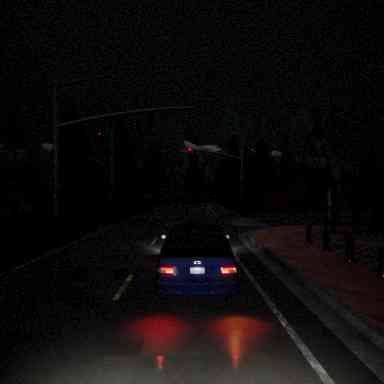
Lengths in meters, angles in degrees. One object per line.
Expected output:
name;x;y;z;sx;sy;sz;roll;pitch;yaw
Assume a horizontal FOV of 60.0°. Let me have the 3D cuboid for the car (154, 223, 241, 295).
car;0.102;1.547;8.860;2.033;1.411;5.357;0;0;0
